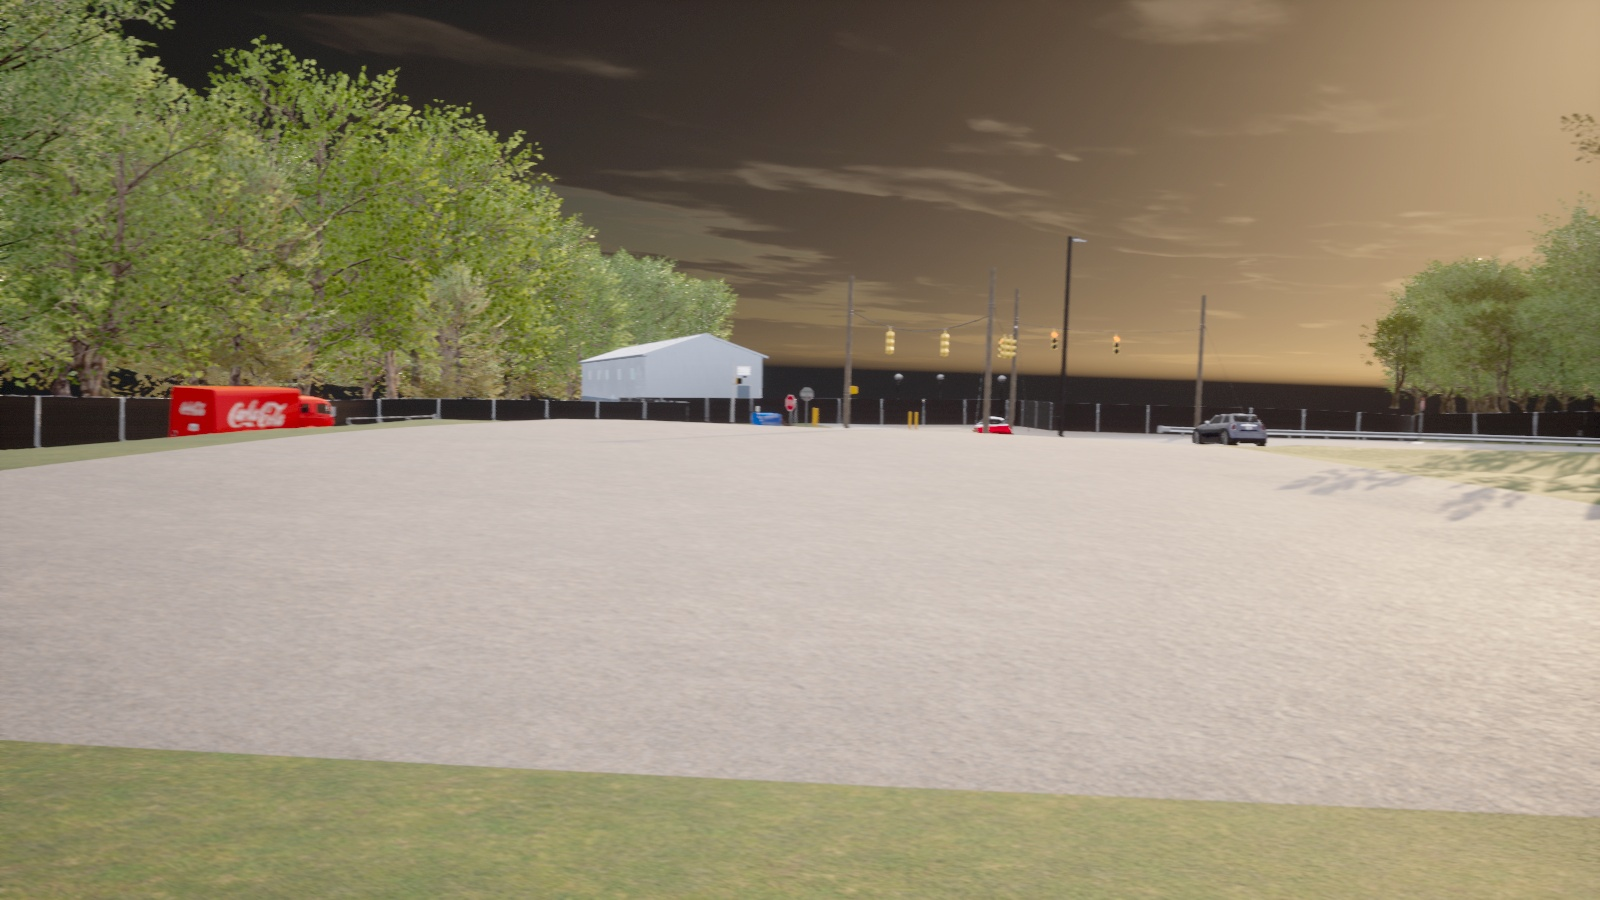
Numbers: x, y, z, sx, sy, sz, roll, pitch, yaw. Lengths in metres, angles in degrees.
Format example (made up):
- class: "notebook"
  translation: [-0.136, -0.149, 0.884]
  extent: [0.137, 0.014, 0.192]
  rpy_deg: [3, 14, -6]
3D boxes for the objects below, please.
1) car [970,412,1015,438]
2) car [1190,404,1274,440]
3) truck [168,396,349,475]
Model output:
- class: "car"
  translation: [11.187, -1.469, 72.986]
  extent: [2.207, 1.376, 1.481]
  rpy_deg: [-2, 5, -11]
- class: "car"
  translation: [19.183, -1.235, 55.951]
  extent: [1.970, 1.475, 3.806]
  rpy_deg: [0, 0, -9]
- class: "truck"
  translation: [-18.438, -0.593, 43.047]
  extent: [2.627, 2.467, 5.204]
  rpy_deg: [3, 4, 28]
